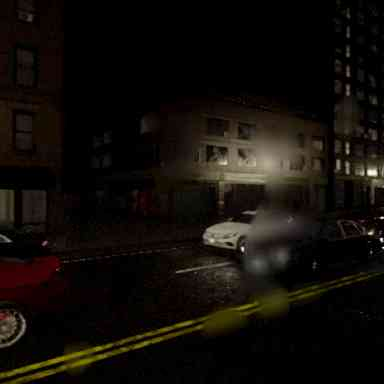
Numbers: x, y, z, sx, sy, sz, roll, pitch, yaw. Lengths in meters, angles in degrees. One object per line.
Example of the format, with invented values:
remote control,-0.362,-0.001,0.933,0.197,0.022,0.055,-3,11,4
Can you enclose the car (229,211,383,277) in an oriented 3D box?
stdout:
car,3.914,1.515,10.357,5.357,1.411,2.033,0,0,-35

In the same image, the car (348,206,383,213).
car,9.807,1.496,18.544,4.181,1.385,1.994,0,0,-36

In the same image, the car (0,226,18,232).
car,-5.805,1.494,7.479,4.902,1.511,2.128,0,0,-35

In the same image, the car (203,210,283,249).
car,2.627,1.491,13.441,4.674,1.442,1.812,0,0,-35

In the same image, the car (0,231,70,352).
car,-4.186,1.529,4.645,4.674,1.442,1.812,0,0,-35
